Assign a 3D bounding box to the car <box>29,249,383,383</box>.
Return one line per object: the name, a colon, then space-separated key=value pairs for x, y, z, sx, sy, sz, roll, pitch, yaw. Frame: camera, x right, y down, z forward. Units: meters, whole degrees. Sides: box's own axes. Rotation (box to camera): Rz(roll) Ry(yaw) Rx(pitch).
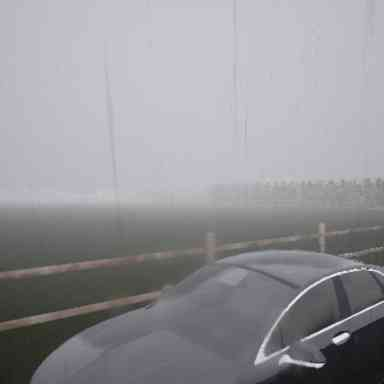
car: x=0.856 y=1.504 z=3.682 sx=4.892 sy=1.490 sz=1.837 roll=0 pitch=0 yaw=-35
